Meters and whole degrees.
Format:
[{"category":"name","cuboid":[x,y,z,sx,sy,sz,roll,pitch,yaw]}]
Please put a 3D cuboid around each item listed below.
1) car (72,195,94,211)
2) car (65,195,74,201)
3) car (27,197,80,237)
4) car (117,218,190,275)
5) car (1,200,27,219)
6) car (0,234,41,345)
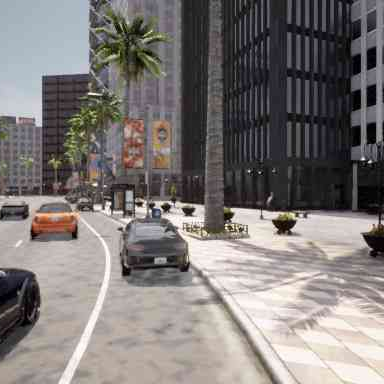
[{"category":"car","cuboid":[-13.162,1.471,40.701,2.231,1.521,4.892,0,0,-23]},{"category":"car","cuboid":[-32.534,1.487,88.208,2.161,1.482,4.786,0,0,-23]},{"category":"car","cuboid":[-7.245,1.345,17.764,2.097,1.767,4.553,0,0,-20]},{"category":"car","cuboid":[-1.312,1.525,10.435,1.812,1.442,4.674,0,0,-13]},{"category":"car","cuboid":[-15.342,1.480,29.010,2.128,1.511,4.902,0,0,-22]},{"category":"car","cuboid":[-3.561,1.560,4.297,1.994,1.385,4.181,0,0,-6]}]
